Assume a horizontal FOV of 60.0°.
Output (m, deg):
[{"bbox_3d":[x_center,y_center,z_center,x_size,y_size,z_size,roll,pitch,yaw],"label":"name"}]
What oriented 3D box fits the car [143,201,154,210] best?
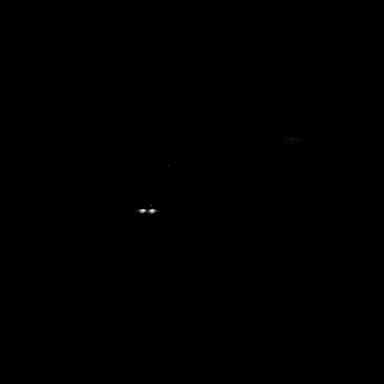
[{"bbox_3d":[-7.736,2.319,59.313,1.882,1.535,5.008,1,-1,-5],"label":"car"}]
